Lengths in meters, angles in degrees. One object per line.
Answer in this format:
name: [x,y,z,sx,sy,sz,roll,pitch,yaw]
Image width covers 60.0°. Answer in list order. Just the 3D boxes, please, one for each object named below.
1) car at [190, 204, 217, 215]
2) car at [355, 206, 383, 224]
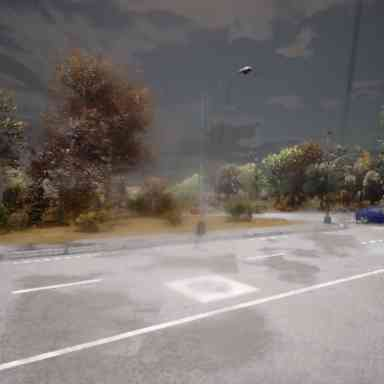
car: [1.629,2.491,47.752,2.097,1.767,4.553,1,-3,-32]
car: [15.370,1.849,25.895,1.882,1.535,5.008,1,-1,-32]
